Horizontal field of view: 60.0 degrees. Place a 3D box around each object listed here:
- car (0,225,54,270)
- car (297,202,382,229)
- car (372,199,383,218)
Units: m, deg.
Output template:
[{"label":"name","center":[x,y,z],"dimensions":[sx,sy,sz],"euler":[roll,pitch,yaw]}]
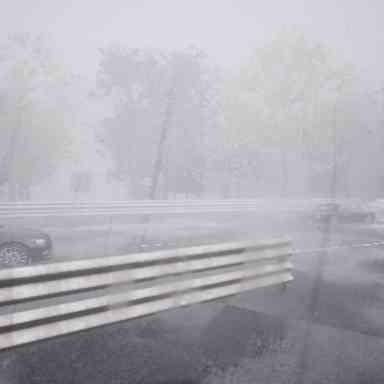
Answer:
[{"label":"car","center":[-6.094,1.248,8.240],"dimensions":[4.902,1.511,2.128],"euler":[0,0,-27]},{"label":"car","center":[8.618,1.391,19.611],"dimensions":[4.718,1.301,1.895],"euler":[0,0,-26]},{"label":"car","center":[15.818,1.335,26.946],"dimensions":[4.674,1.442,1.812],"euler":[0,0,-25]}]
